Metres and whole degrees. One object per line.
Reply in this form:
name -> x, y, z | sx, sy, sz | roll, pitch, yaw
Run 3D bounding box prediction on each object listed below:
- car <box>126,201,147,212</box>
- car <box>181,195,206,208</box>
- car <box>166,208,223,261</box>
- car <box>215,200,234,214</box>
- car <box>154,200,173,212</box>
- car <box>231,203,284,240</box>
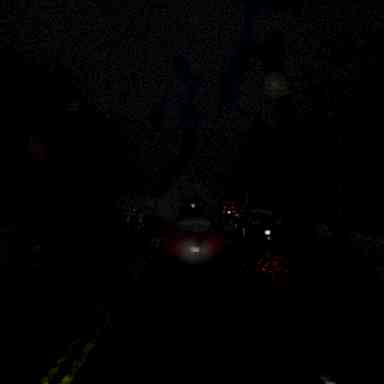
car -> -6.582, 1.737, 39.955 | 1.895, 1.301, 4.718 | 0, 0, 0
car -> 0.106, 1.307, 31.530 | 2.150, 2.045, 5.566 | 0, 0, 0
car -> 0.091, 1.544, 12.197 | 1.812, 1.442, 4.674 | 0, 0, 0
car -> 3.355, 1.594, 32.570 | 1.837, 1.490, 4.892 | 0, 0, 0
car -> -3.331, 1.700, 39.992 | 1.994, 1.385, 4.181 | 0, 0, 0
car -> 3.350, 1.537, 17.125 | 1.837, 1.490, 4.892 | 0, 0, 0
